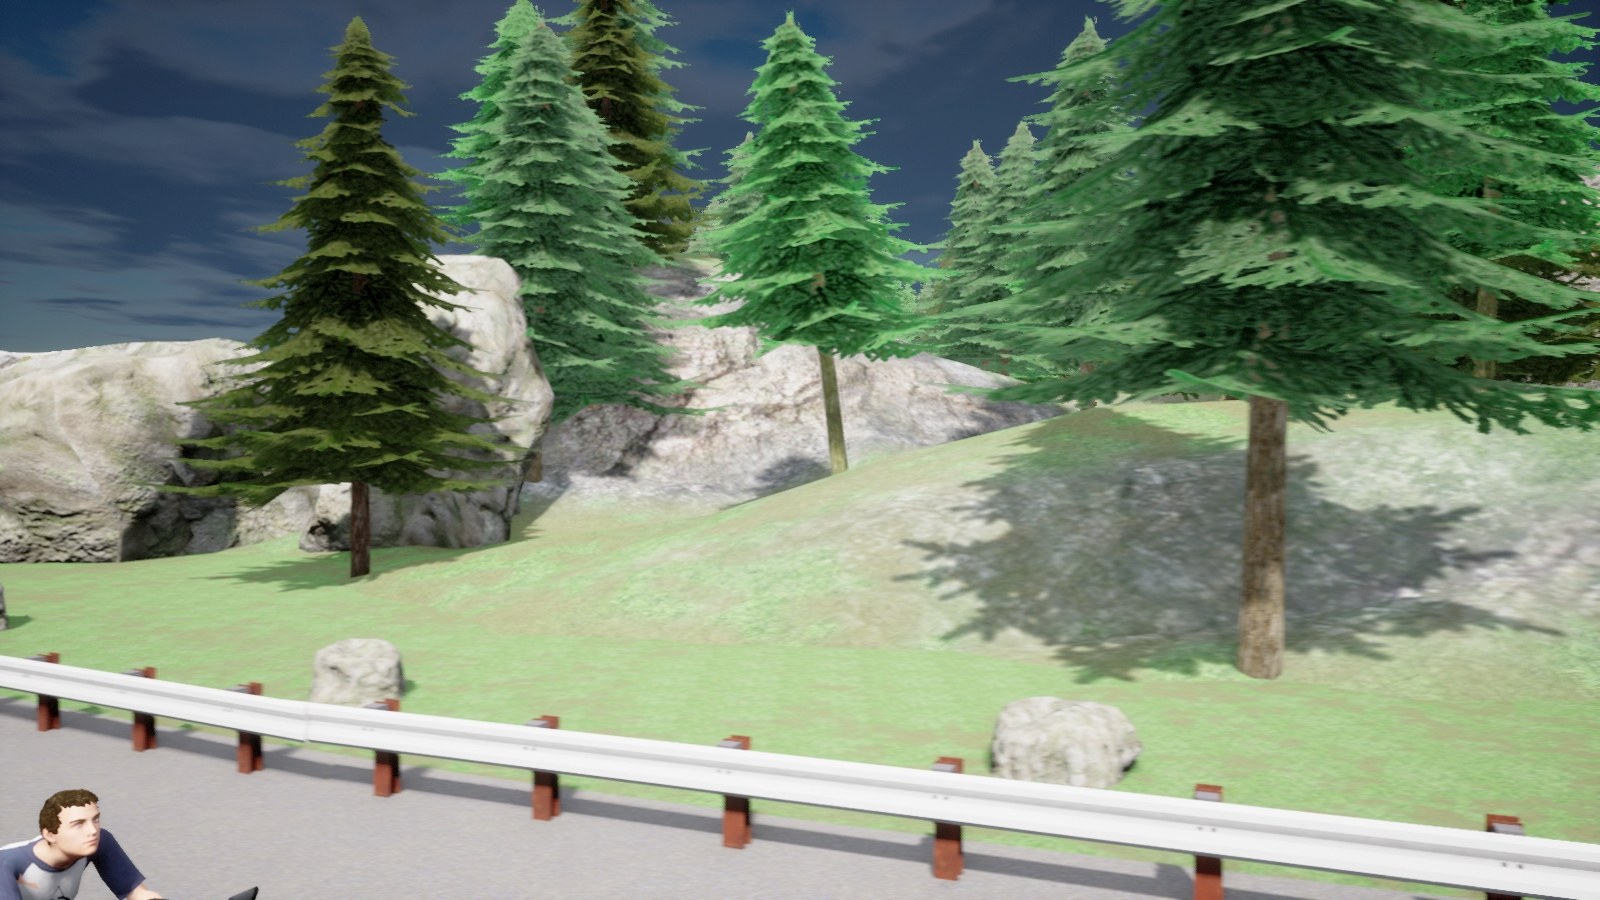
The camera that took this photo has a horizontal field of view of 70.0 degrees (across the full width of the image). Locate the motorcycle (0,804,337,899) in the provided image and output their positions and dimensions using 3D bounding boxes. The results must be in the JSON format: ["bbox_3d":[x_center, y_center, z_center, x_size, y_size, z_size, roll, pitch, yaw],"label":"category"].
[{"bbox_3d":[-2.834,2.178,4.329,2.033,1.217,0.803,0,0,23],"label":"motorcycle"}]
